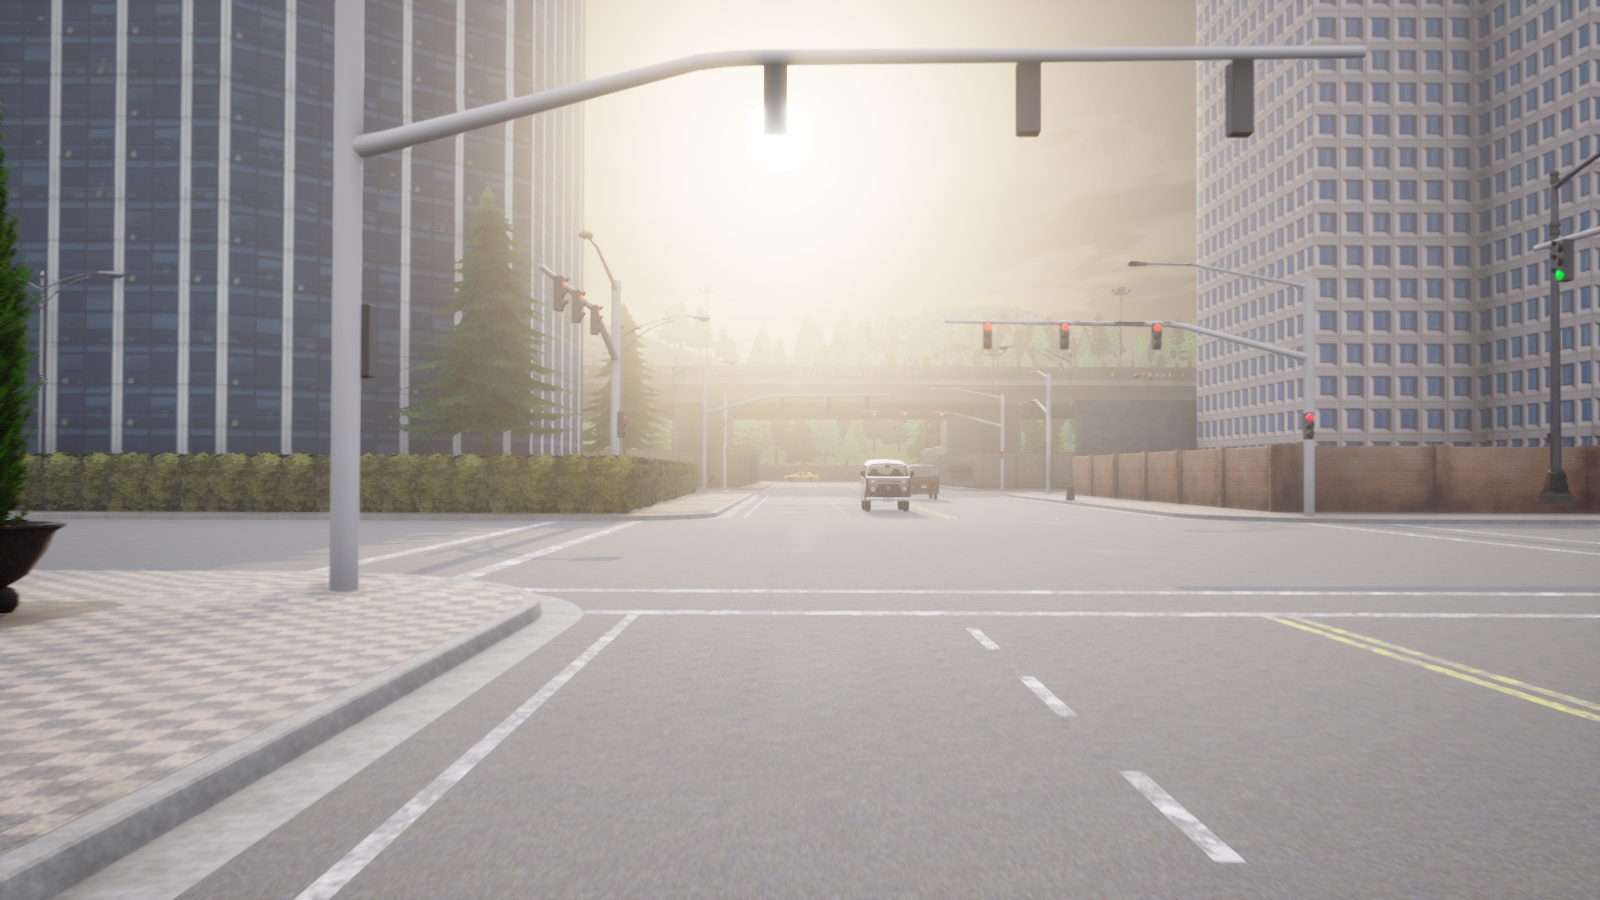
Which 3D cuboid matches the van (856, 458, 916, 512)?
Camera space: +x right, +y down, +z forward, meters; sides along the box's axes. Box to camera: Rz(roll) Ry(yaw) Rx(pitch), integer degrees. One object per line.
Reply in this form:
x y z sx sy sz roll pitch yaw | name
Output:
3.376 1.365 50.190 2.069 2.038 4.480 0 -1 0 | van

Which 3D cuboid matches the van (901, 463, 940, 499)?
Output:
6.826 1.733 71.249 1.775 1.987 4.442 0 -1 0 | van
